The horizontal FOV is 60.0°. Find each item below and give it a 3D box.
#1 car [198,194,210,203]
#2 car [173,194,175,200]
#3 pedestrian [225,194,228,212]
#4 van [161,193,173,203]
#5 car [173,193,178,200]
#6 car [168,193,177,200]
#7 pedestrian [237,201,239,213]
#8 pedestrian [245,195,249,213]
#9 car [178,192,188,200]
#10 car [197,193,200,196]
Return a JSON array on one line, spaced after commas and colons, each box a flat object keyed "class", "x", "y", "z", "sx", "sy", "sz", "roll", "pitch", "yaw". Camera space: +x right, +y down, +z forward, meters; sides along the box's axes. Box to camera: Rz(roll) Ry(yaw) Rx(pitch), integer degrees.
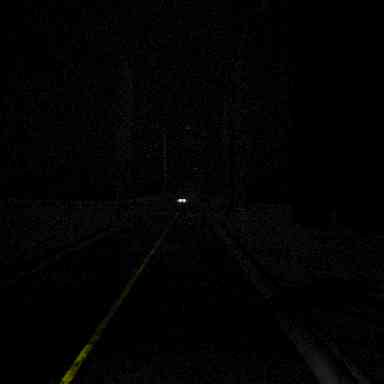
[{"class": "car", "x": 2.896, "y": 1.556, "z": 71.347, "sx": 1.947, "sy": 1.339, "sz": 4.313, "roll": 0, "pitch": 0, "yaw": 0}, {"class": "car", "x": -5.592, "y": 1.565, "z": 77.052, "sx": 1.802, "sy": 1.307, "sz": 4.206, "roll": 0, "pitch": 0, "yaw": 0}, {"class": "pedestrian", "x": 3.637, "y": 1.160, "z": 35.063, "sx": 0.375, "sy": 1.860, "sz": 0.375, "roll": 0, "pitch": 0, "yaw": 0}, {"class": "van", "x": -5.629, "y": 1.332, "z": 71.403, "sx": 1.690, "sy": 1.788, "sz": 3.998, "roll": 0, "pitch": 0, "yaw": 0}, {"class": "car", "x": -5.515, "y": 1.403, "z": 88.349, "sx": 1.967, "sy": 1.590, "sz": 4.097, "roll": 0, "pitch": 0, "yaw": 0}, {"class": "car", "x": -5.477, "y": 1.266, "z": 93.998, "sx": 2.192, "sy": 1.841, "sz": 5.009, "roll": 0, "pitch": 0, "yaw": 0}, {"class": "pedestrian", "x": 4.637, "y": 1.455, "z": 33.862, "sx": 0.375, "sy": 1.300, "sz": 0.375, "roll": 0, "pitch": 0, "yaw": 0}, {"class": "pedestrian", "x": 5.637, "y": 1.202, "z": 34.463, "sx": 0.375, "sy": 1.860, "sz": 0.375, "roll": 0, "pitch": 0, "yaw": 0}, {"class": "car", "x": -2.636, "y": 1.480, "z": 92.316, "sx": 2.128, "sy": 1.511, "sz": 4.902, "roll": 0, "pitch": 0, "yaw": 0}, {"class": "car", "x": 3.009, "y": 1.545, "z": 88.294, "sx": 1.802, "sy": 1.307, "sz": 4.206, "roll": 0, "pitch": 0, "yaw": 0}]
